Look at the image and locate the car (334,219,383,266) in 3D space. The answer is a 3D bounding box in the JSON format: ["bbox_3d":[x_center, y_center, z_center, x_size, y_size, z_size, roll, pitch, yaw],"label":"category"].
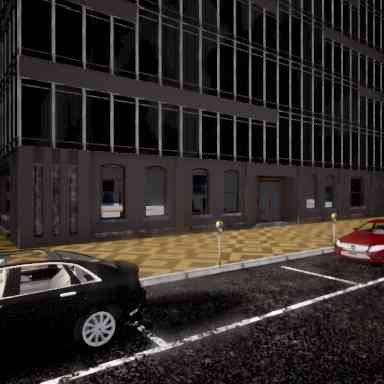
[{"bbox_3d":[6.510,1.582,11.157,4.206,1.307,1.802,0,0,-35],"label":"car"}]

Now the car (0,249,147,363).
[{"bbox_3d":[-2.780,1.551,4.577,4.403,1.369,2.008,0,0,-35],"label":"car"}]
